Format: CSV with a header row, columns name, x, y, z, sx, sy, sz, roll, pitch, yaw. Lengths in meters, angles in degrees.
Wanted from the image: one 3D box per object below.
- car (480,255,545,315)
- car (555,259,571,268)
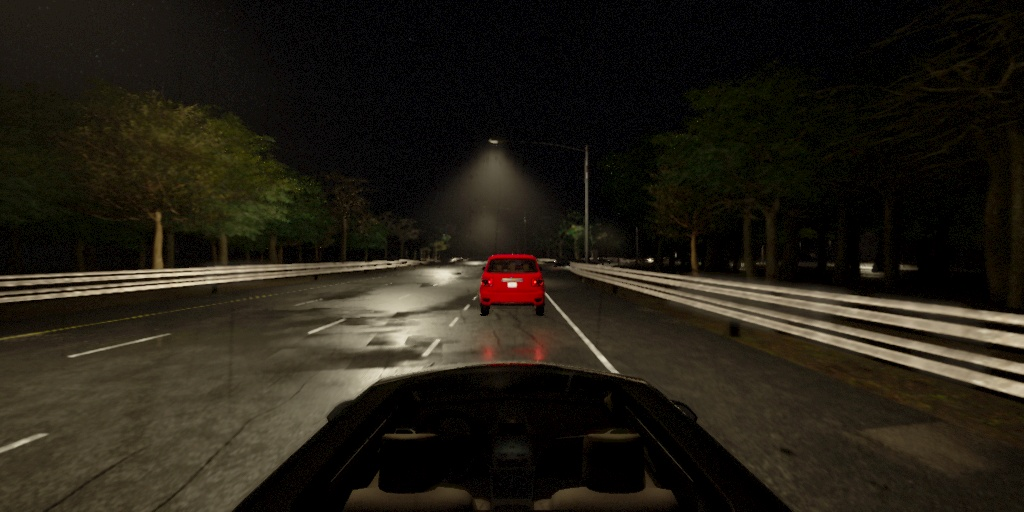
name,x,y,z,sx,sy,sz,roll,pitch,yaw
car,0.009,0.986,13.694,2.150,2.045,5.566,0,0,0
car,8.928,1.216,62.537,1.837,1.490,4.892,-1,0,27
